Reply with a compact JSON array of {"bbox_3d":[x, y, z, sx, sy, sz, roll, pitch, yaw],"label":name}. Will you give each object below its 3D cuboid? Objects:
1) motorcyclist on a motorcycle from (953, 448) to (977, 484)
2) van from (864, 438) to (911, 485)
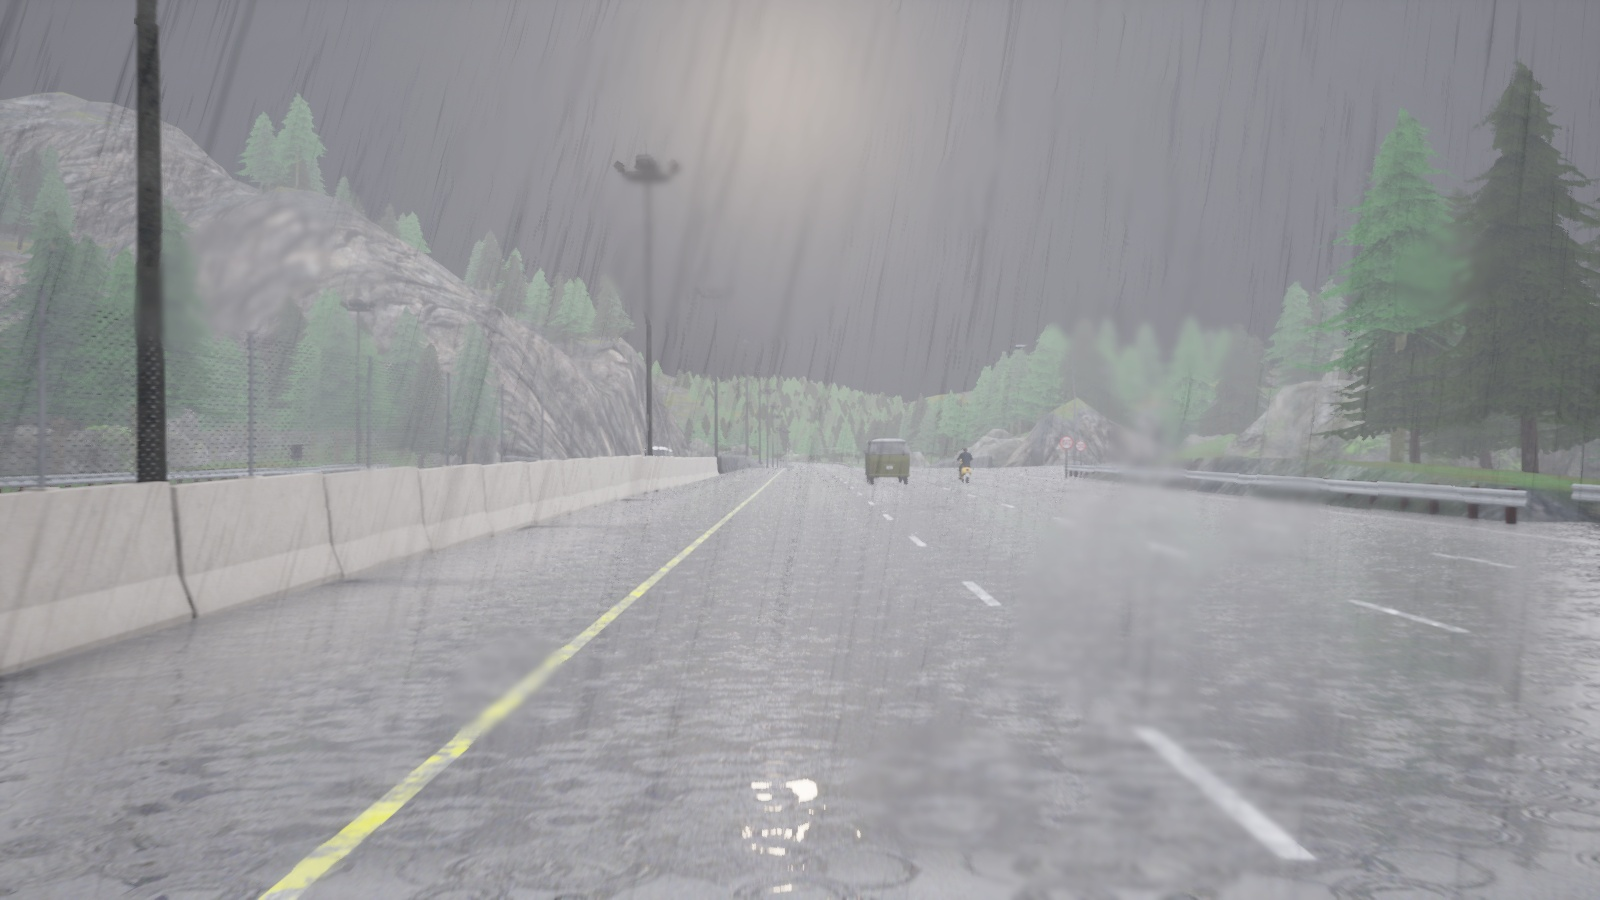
[{"bbox_3d":[7.308,0.697,55.718,0.866,1.590,1.817,0,0,0],"label":"motorcyclist on a motorcycle"},{"bbox_3d":[3.808,0.494,55.487,1.775,1.987,4.442,0,0,0],"label":"van"}]
